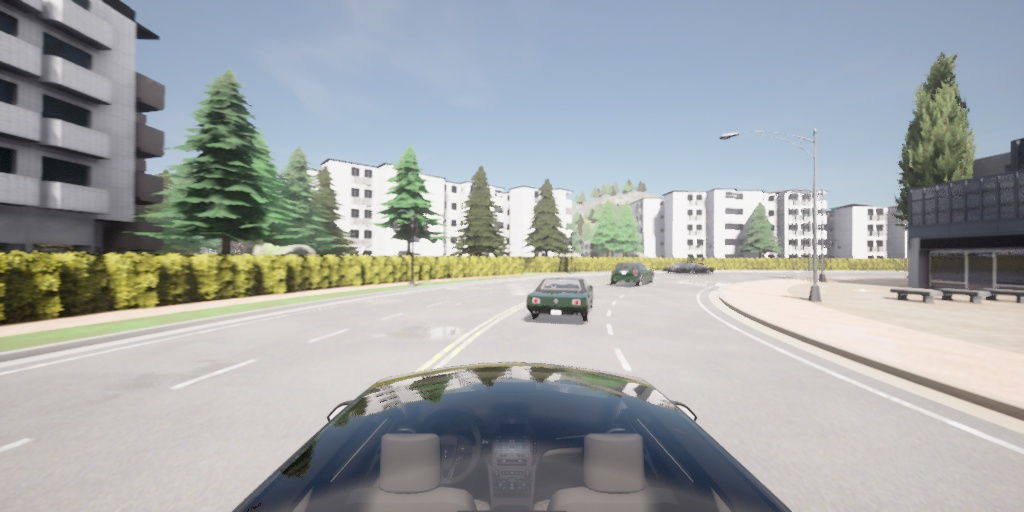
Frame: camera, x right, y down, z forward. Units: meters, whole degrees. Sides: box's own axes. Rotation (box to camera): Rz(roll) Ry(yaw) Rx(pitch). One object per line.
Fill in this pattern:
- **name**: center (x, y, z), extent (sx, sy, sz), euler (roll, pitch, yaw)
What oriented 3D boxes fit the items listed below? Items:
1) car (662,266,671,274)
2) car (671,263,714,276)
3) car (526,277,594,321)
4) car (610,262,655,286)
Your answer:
- **car**: center (21.821, 1.562, 45.981), extent (5.357, 1.411, 2.033), euler (0, 0, -25)
- **car**: center (21.274, 1.597, 41.828), extent (4.718, 1.301, 1.895), euler (0, 0, -27)
- **car**: center (1.911, 1.400, 12.826), extent (1.895, 1.301, 4.718), euler (0, 0, 15)
- **car**: center (9.101, 1.236, 26.850), extent (2.097, 1.767, 4.553), euler (0, 0, 36)
